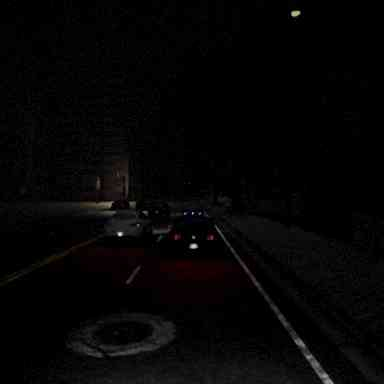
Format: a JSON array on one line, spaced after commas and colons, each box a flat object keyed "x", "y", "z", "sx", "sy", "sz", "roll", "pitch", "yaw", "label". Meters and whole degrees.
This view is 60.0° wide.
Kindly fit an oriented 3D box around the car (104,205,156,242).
[{"x": -3.168, "y": 1.637, "z": 17.002, "sx": 1.812, "sy": 1.442, "sz": 4.674, "roll": 0, "pitch": 0, "yaw": 0, "label": "car"}]

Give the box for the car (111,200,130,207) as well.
[{"x": -9.857, "y": 1.816, "z": 46.015, "sx": 1.882, "sy": 1.535, "sz": 5.008, "roll": 0, "pitch": 0, "yaw": 0, "label": "car"}]

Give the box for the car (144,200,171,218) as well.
[{"x": -3.174, "y": 1.709, "z": 32.763, "sx": 1.882, "sy": 1.535, "sz": 5.008, "roll": 0, "pitch": 0, "yaw": 0, "label": "car"}]

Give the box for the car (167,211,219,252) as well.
[{"x": 0.076, "y": 1.694, "z": 14.329, "sx": 1.895, "sy": 1.301, "sz": 4.718, "roll": 0, "pitch": 0, "yaw": 0, "label": "car"}]

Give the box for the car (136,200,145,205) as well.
[{"x": -6.607, "y": 1.816, "z": 46.016, "sx": 1.882, "sy": 1.535, "sz": 5.008, "roll": 0, "pitch": 0, "yaw": 0, "label": "car"}]

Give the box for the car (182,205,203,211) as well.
[{"x": 0.070, "y": 1.806, "z": 29.512, "sx": 1.895, "sy": 1.301, "sz": 4.718, "roll": 0, "pitch": 0, "yaw": 0, "label": "car"}]
